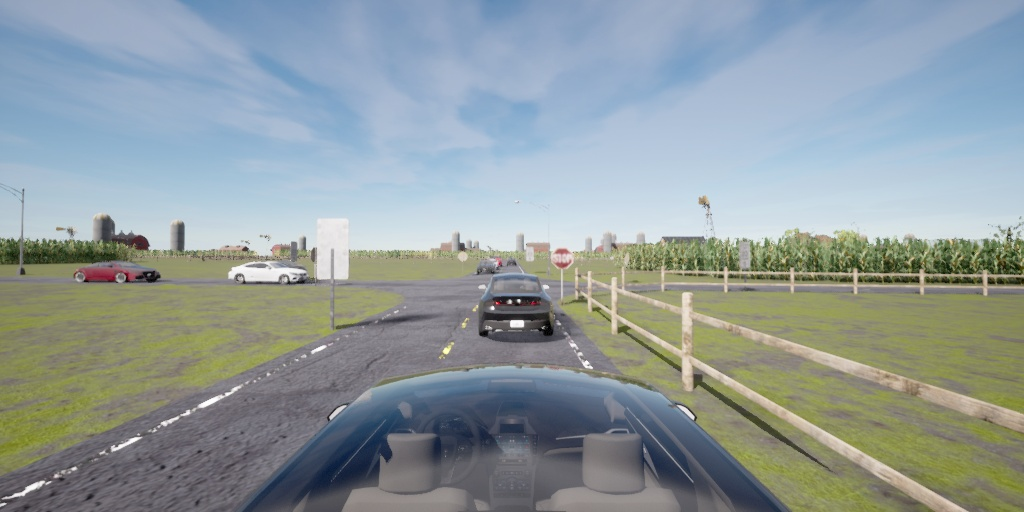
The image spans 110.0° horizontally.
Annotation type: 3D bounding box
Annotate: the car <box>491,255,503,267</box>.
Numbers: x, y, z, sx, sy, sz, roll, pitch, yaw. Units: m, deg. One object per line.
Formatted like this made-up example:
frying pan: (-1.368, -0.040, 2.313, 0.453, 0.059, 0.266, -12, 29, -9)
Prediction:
car: (-2.837, 0.908, 63.046, 2.150, 2.045, 5.566, 0, 0, 0)

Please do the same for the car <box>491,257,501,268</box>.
car: (-2.870, 1.233, 50.715, 1.812, 1.442, 4.674, 0, 0, 0)

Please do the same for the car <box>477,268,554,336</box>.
car: (0.066, 1.252, 10.354, 1.837, 1.490, 4.892, 0, 0, -1)

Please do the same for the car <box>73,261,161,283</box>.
car: (-25.573, 1.020, 23.331, 4.181, 1.385, 1.994, 1, -1, 1)

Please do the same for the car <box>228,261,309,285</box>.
car: (-15.725, 1.086, 23.262, 4.674, 1.442, 1.812, 1, -1, 2)

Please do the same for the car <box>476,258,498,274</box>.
car: (-2.879, 1.227, 40.294, 1.837, 1.490, 4.892, 0, 0, 0)
